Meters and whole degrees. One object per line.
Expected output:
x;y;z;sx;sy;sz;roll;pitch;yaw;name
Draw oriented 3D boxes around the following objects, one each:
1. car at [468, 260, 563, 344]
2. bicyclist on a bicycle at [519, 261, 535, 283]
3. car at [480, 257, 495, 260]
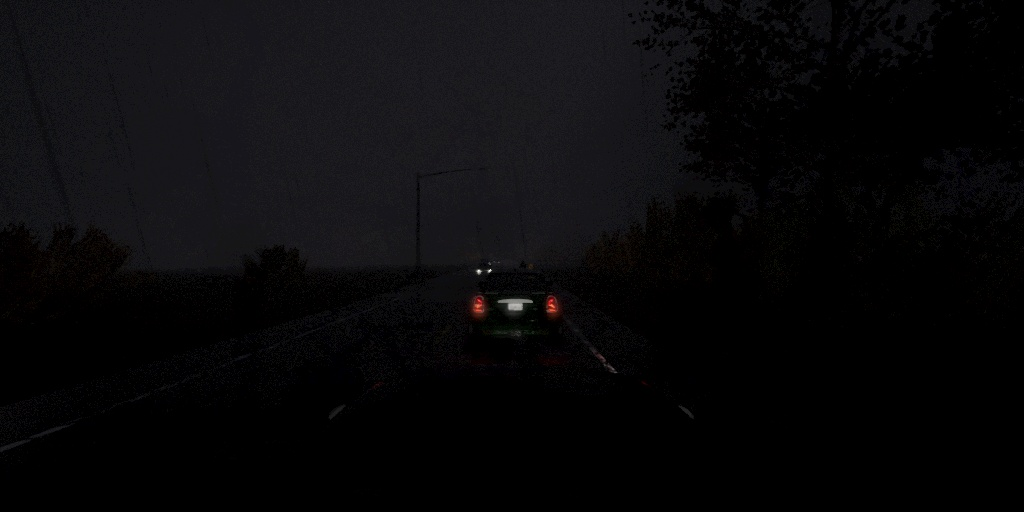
0.070;1.099;9.735;2.097;1.767;4.553;0;0;0;car
0.899;1.180;17.079;0.866;1.612;1.509;0;0;0;bicyclist on a bicycle
-3.989;1.087;52.717;2.097;1.767;4.553;0;0;-1;car
